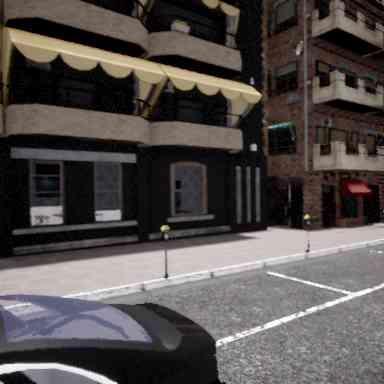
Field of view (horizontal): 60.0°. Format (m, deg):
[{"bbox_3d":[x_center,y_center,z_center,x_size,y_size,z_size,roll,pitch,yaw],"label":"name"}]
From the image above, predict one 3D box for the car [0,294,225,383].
[{"bbox_3d":[-1.981,1.495,1.657,4.902,1.511,2.128,0,0,-36],"label":"car"}]
